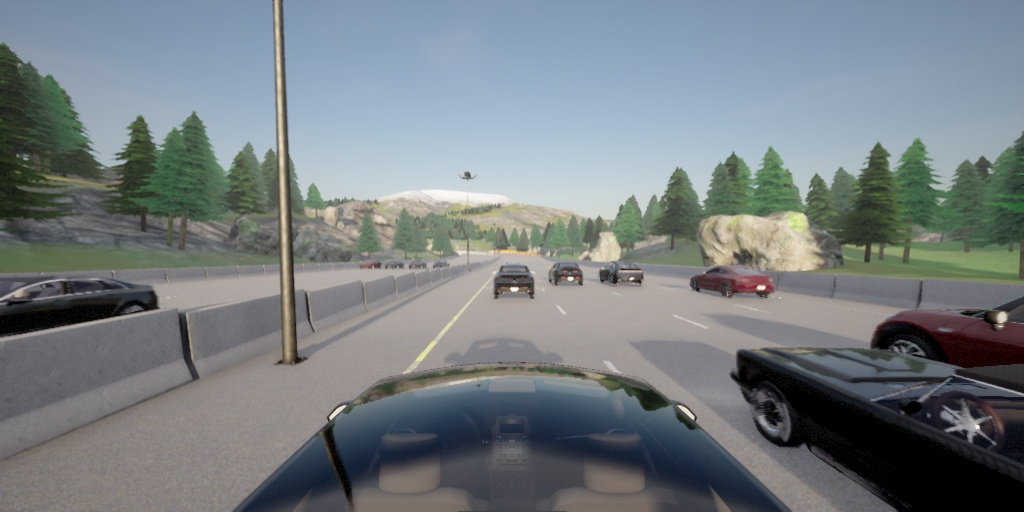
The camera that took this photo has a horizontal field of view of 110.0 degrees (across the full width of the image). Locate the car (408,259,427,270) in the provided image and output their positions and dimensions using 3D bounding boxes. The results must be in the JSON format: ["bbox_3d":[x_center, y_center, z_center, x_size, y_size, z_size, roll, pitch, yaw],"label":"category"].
[{"bbox_3d":[-14.004,1.268,53.517,1.837,1.490,4.892,0,-1,0],"label":"car"}]

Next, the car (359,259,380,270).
[{"bbox_3d":[-21.005,1.227,53.455,1.882,1.535,5.008,0,-1,0],"label":"car"}]

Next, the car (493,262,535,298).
[{"bbox_3d":[0.099,1.158,17.733,1.837,1.490,4.892,0,0,0],"label":"car"}]

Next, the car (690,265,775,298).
[{"bbox_3d":[10.599,1.180,17.549,1.812,1.442,4.674,0,0,0],"label":"car"}]

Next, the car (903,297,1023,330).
[{"bbox_3d":[7.100,1.081,4.117,2.097,1.767,4.553,0,1,0],"label":"car"}]

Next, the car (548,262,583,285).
[{"bbox_3d":[3.599,1.148,24.453,1.837,1.490,4.892,0,0,0],"label":"car"}]

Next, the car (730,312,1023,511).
[{"bbox_3d":[3.600,1.345,2.236,1.895,1.301,4.718,0,0,0],"label":"car"}]

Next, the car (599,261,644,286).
[{"bbox_3d":[7.099,1.136,23.660,2.128,1.511,4.902,0,0,0],"label":"car"}]

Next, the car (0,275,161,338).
[{"bbox_3d":[-10.599,1.193,7.765,2.128,1.511,4.902,0,0,0],"label":"car"}]

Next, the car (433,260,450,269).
[{"bbox_3d":[-10.503,1.320,53.601,1.994,1.385,4.181,0,0,0],"label":"car"}]

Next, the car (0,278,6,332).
[{"bbox_3d":[-14.099,1.269,7.184,1.994,1.385,4.181,0,0,0],"label":"car"}]

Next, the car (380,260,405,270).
[{"bbox_3d":[-17.503,1.292,53.633,1.837,1.490,4.892,0,0,0],"label":"car"}]
